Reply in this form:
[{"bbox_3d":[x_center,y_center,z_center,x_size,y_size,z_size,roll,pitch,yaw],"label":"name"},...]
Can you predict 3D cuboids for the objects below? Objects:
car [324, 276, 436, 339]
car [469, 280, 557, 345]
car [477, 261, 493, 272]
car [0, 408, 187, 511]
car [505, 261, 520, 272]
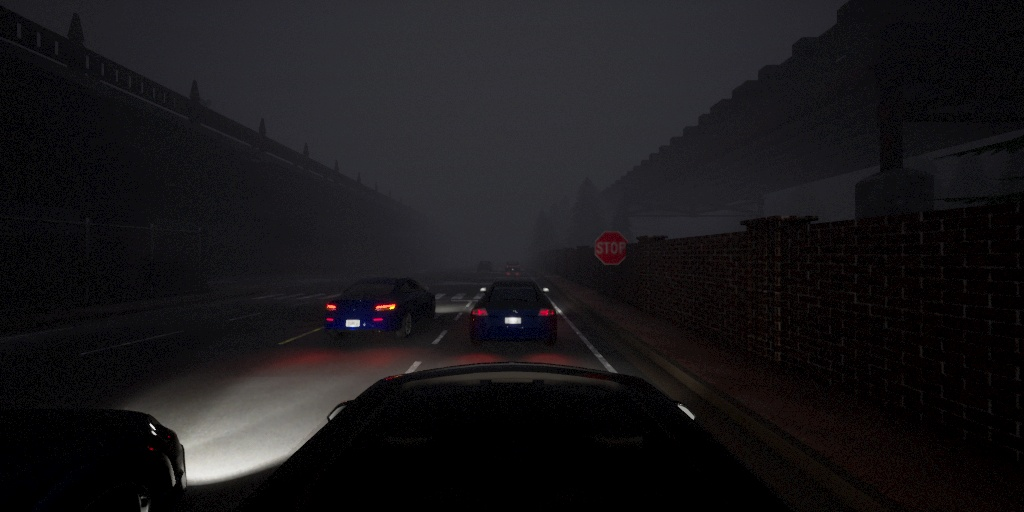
[{"bbox_3d":[-3.420,1.276,9.993,1.812,1.442,4.674,0,0,0],"label":"car"},{"bbox_3d":[0.062,1.314,9.473,1.994,1.385,4.181,0,0,1],"label":"car"},{"bbox_3d":[-3.430,1.297,46.035,2.033,1.411,5.357,0,0,-1],"label":"car"},{"bbox_3d":[-3.399,1.314,0.897,1.994,1.385,4.181,0,0,0],"label":"car"},{"bbox_3d":[0.064,1.351,46.234,1.895,1.301,4.718,0,0,-1],"label":"car"}]
